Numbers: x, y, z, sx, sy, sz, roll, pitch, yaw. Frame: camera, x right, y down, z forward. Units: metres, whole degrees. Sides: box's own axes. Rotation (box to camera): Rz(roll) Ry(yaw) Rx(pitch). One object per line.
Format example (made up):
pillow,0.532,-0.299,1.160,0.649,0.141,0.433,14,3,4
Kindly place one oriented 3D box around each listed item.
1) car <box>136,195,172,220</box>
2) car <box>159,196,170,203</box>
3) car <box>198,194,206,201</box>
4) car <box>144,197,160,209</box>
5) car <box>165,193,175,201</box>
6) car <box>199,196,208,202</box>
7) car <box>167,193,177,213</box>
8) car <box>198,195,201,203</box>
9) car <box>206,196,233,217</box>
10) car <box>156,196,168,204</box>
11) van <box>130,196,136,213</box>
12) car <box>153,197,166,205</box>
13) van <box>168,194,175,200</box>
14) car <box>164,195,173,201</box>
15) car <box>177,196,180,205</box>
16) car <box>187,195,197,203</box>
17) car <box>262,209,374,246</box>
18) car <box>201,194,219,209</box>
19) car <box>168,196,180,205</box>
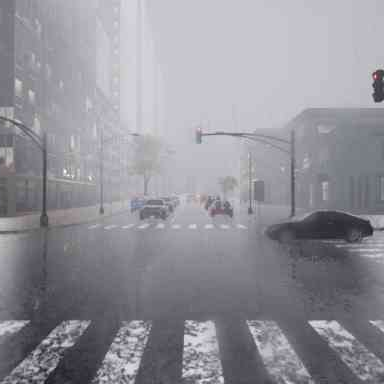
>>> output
car,-3.124,1.356,28.127,2.097,1.767,4.553,0,0,0
car,-5.737,1.572,70.683,1.947,1.339,4.313,1,0,0
car,2.630,1.446,87.750,1.967,1.590,4.097,1,0,0
car,-5.717,1.530,47.817,1.752,1.417,4.829,1,0,0
car,-5.747,1.321,87.705,2.192,1.841,5.009,1,0,0
car,2.638,1.572,76.403,1.947,1.339,4.313,1,0,0
car,-3.130,1.357,37.733,2.097,1.767,4.553,0,0,0
car,2.652,1.321,65.055,2.192,1.841,5.009,1,0,0
car,2.679,1.444,31.011,1.967,1.590,4.097,1,0,0
car,-5.733,1.572,65.009,1.947,1.339,4.313,1,0,0
van,-5.704,1.346,36.639,1.690,1.788,3.998,1,0,0
car,-5.728,1.587,59.335,1.802,1.307,4.206,1,0,0
van,-5.753,1.347,93.379,1.690,1.788,3.998,1,0,0
car,-5.747,1.557,82.031,2.008,1.369,4.403,1,0,0
car,-3.131,1.497,47.935,2.128,1.511,4.902,0,0,0
car,0.041,1.358,69.588,2.097,1.767,4.553,0,0,0
car,5.492,1.502,14.748,4.674,1.442,1.812,-1,0,0
car,2.671,1.320,42.359,2.192,1.841,5.009,1,0,0
car,-3.103,1.483,58.169,1.882,1.535,5.008,0,0,1
